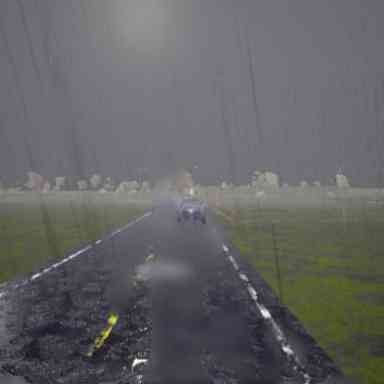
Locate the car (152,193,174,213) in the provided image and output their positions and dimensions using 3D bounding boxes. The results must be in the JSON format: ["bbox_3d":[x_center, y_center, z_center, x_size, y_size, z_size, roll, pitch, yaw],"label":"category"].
[{"bbox_3d":[-3.195,1.184,37.194,2.150,2.045,5.566,0,0,-1],"label":"car"}]

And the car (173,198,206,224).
[{"bbox_3d":[-0.072,1.329,24.973,2.097,1.767,4.553,0,0,-1],"label":"car"}]

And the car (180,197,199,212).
[{"bbox_3d":[-0.295,1.452,39.092,2.128,1.511,4.902,0,0,-1],"label":"car"}]
